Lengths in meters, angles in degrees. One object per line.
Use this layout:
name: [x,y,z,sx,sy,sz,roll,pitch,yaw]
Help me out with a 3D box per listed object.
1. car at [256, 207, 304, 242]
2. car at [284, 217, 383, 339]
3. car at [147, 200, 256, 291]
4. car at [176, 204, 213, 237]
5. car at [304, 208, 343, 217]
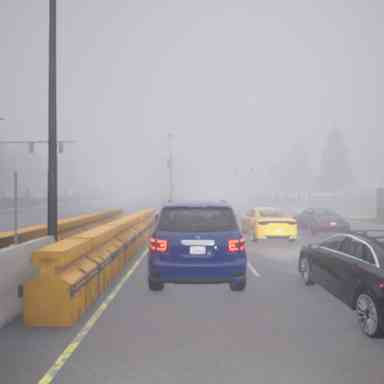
car: [3.627,1.484,16.391,1.882,1.535,5.008,0,0,0]
car: [3.607,1.494,6.549,2.128,1.511,4.902,0,0,0]
car: [0.116,1.225,9.153,2.150,2.045,5.566,0,0,0]
car: [0.131,1.512,19.002,1.837,1.490,4.892,0,0,0]
car: [7.131,1.571,18.785,1.994,1.385,4.181,0,0,0]
